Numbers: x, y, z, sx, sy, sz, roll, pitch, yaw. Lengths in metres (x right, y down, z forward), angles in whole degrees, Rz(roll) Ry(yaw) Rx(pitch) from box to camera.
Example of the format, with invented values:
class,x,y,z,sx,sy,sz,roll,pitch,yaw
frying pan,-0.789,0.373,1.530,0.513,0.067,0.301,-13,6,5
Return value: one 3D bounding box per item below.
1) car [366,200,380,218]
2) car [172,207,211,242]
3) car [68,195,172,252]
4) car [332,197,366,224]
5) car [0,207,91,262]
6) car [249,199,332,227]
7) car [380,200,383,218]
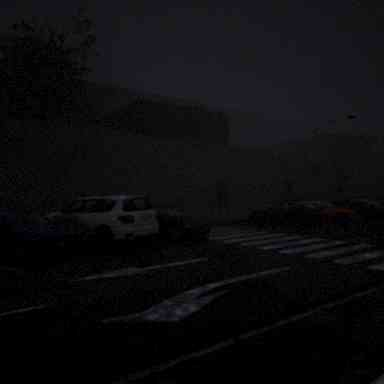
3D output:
class,x,y,z,sx,sy,sz,roll,pitch,yaw
car,10.687,1.268,24.277,4.792,1.488,2.163,-1,0,35
car,-1.433,1.391,15.623,4.892,1.521,2.231,-1,-1,34
car,-3.892,1.176,13.896,5.566,2.045,2.435,-1,0,35
car,8.437,1.257,22.430,5.366,1.575,1.946,-1,-1,35
car,-6.290,1.467,12.159,5.008,1.535,2.097,-1,0,35
car,5.857,1.331,20.799,4.674,1.452,2.002,-1,0,35
car,13.297,1.207,25.890,5.366,1.575,1.946,-1,-1,35
